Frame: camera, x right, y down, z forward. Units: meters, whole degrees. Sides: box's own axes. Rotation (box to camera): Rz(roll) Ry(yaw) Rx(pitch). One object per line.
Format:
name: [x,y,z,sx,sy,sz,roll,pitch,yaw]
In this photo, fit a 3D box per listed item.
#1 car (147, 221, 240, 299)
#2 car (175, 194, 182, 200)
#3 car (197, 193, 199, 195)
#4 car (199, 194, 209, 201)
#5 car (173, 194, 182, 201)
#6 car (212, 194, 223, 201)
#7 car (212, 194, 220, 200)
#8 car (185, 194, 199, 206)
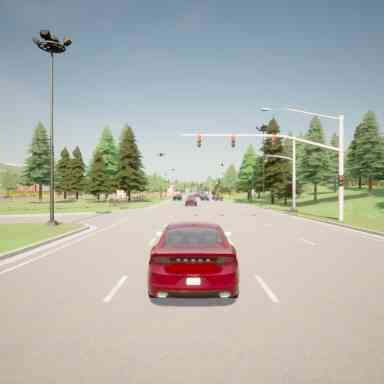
car: [0.039,1.478,8.542,1.882,1.535,5.008,0,0,0]
car: [-3.768,1.310,94.167,1.882,1.535,5.008,0,0,0]
car: [3.232,1.357,94.187,2.128,1.511,4.902,0,0,0]
car: [3.261,1.516,84.184,1.812,1.442,4.674,0,0,0]
car: [-3.738,1.469,83.747,1.882,1.535,5.008,0,0,0]
car: [6.762,1.516,83.778,2.128,1.511,4.902,0,0,0]
car: [6.732,1.372,94.197,2.033,1.411,5.357,0,0,0]
car: [-0.150,1.525,53.145,1.812,1.442,4.674,0,0,0]
